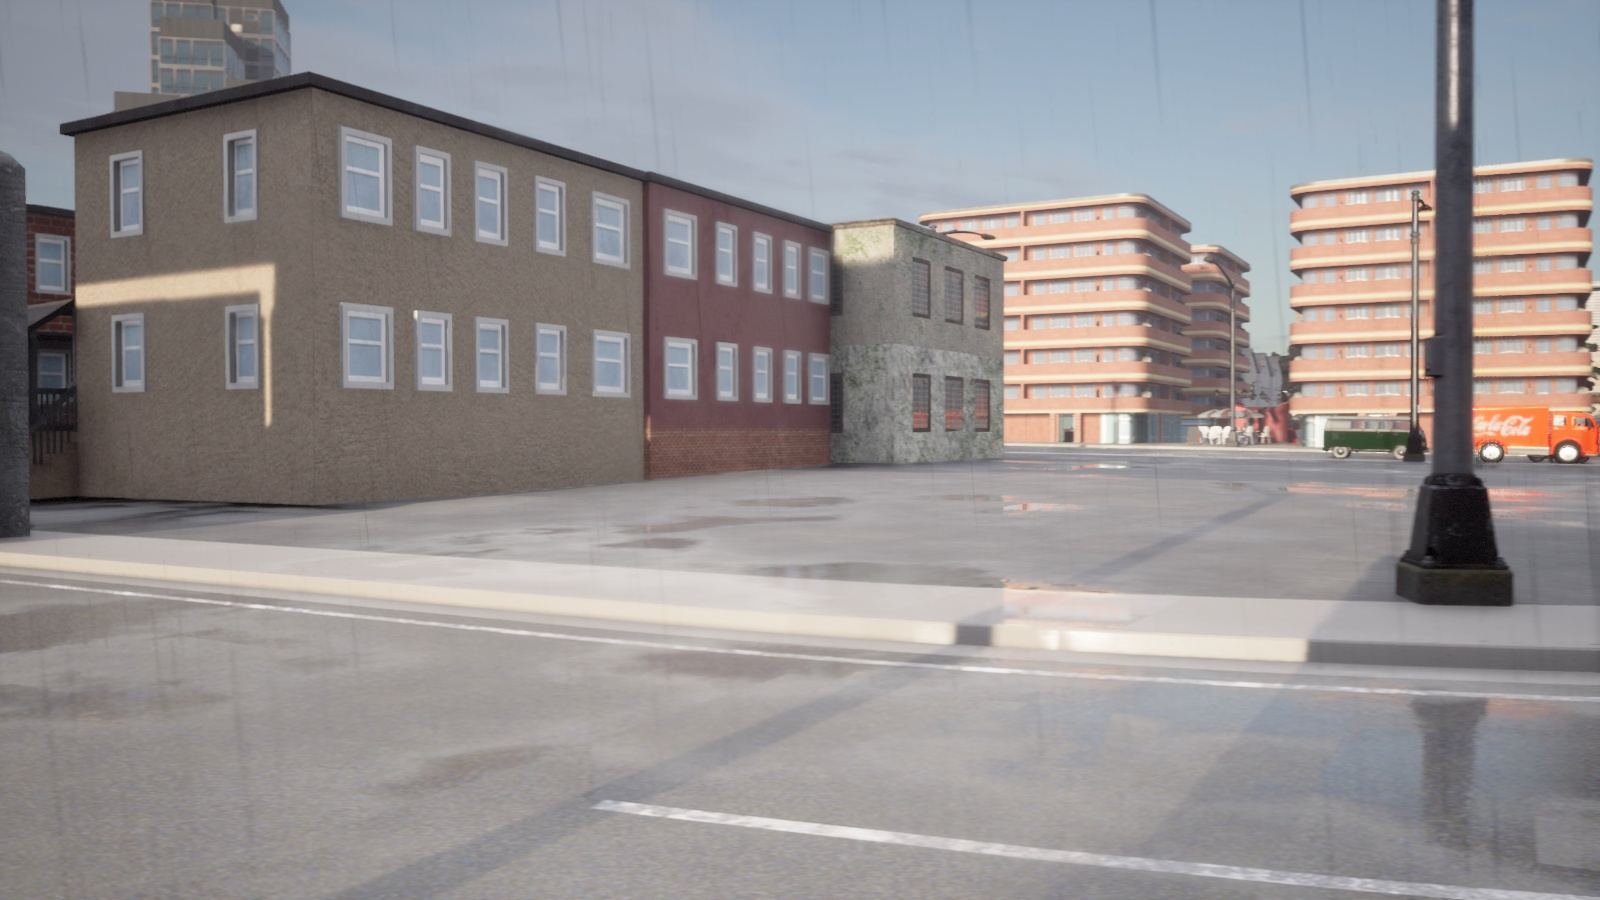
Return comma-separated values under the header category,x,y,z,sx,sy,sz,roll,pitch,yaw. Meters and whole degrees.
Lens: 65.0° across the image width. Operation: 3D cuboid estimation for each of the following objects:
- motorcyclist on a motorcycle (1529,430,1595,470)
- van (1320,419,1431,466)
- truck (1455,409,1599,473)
category,x,y,z,sx,sy,sz,roll,pitch,yaw
motorcyclist on a motorcycle,32.742,0.006,54.021,2.350,1.649,0.766,2,1,28
van,26.406,-0.372,57.667,4.442,1.987,1.775,2,2,29
truck,29.929,-0.422,51.653,5.204,2.467,2.627,2,1,29
